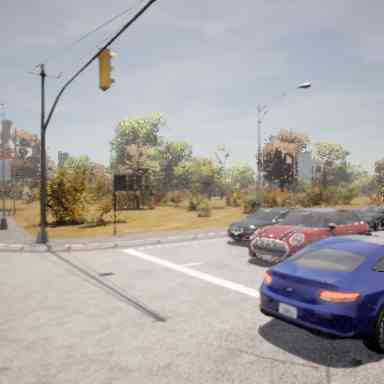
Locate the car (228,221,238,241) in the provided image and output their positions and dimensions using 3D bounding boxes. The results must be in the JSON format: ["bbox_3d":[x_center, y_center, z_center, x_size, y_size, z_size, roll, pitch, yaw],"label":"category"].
[{"bbox_3d":[3.819,1.491,15.299,4.892,1.490,1.837,0,0,-35],"label":"car"}]

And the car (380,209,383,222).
[{"bbox_3d":[11.339,1.579,16.335,4.718,1.301,1.895,0,0,-35],"label":"car"}]

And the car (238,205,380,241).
[{"bbox_3d":[4.017,1.341,11.121,4.553,1.767,2.097,0,0,-36],"label":"car"}]

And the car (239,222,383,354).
[{"bbox_3d":[3.234,1.519,6.053,4.674,1.442,1.812,0,0,-36],"label":"car"}]

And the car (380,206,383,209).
[{"bbox_3d":[11.082,1.540,20.410,4.181,1.385,1.994,0,0,-34],"label":"car"}]
